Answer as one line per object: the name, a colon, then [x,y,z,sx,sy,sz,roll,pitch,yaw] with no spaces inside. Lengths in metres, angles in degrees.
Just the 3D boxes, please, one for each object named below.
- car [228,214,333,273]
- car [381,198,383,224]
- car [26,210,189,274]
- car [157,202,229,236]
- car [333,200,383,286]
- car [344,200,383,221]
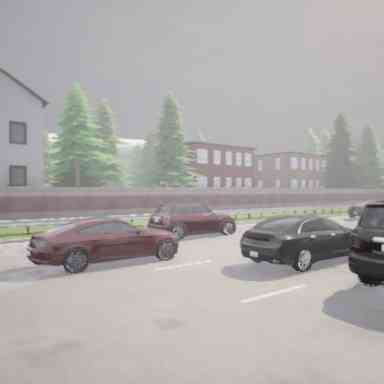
car: [3.700,1.479,10.688,4.892,1.490,1.837,0,0,-36]
car: [15.482,1.279,23.395,4.553,1.767,2.097,0,0,-36]
car: [-2.613,1.515,10.495,4.674,1.442,1.812,0,0,-36]
car: [0.079,1.325,16.703,4.553,1.767,2.097,0,0,-36]
car: [6.054,1.195,8.066,5.566,2.045,2.150,0,0,-36]
car: [14.502,1.449,27.013,4.674,1.442,1.812,0,0,-36]
